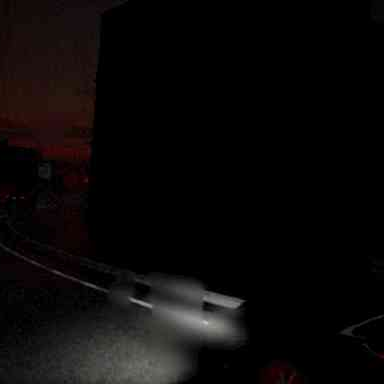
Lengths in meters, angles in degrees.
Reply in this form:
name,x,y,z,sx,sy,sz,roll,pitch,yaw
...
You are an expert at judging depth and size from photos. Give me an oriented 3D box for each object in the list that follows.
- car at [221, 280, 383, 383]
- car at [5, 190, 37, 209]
name,x,y,z,sx,sy,sz,roll,pitch,yaw
car,2.623,1.548,3.125,4.892,1.490,1.837,1,0,33
car,-20.221,0.834,39.608,2.150,2.045,5.566,4,-2,-10
